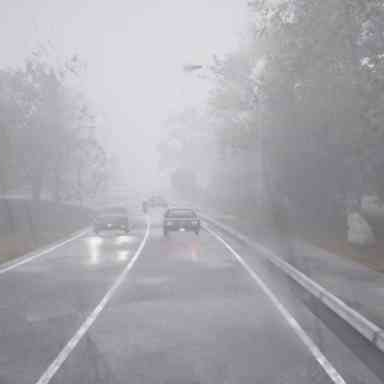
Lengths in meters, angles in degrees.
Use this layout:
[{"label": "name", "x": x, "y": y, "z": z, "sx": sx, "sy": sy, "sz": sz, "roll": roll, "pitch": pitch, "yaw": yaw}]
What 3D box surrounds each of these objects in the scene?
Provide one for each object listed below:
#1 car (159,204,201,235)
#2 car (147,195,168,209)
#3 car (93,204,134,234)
[{"label": "car", "x": -0.710, "y": 1.560, "z": 18.641, "sx": 1.895, "sy": 1.301, "sz": 4.718, "roll": 0, "pitch": 0, "yaw": -6}, {"label": "car", "x": -3.932, "y": 1.005, "z": 37.396, "sx": 2.033, "sy": 1.411, "sz": 5.357, "roll": -1, "pitch": 3, "yaw": -14}, {"label": "car", "x": -4.482, "y": 1.496, "z": 19.460, "sx": 1.837, "sy": 1.490, "sz": 4.892, "roll": 0, "pitch": 0, "yaw": -6}]
